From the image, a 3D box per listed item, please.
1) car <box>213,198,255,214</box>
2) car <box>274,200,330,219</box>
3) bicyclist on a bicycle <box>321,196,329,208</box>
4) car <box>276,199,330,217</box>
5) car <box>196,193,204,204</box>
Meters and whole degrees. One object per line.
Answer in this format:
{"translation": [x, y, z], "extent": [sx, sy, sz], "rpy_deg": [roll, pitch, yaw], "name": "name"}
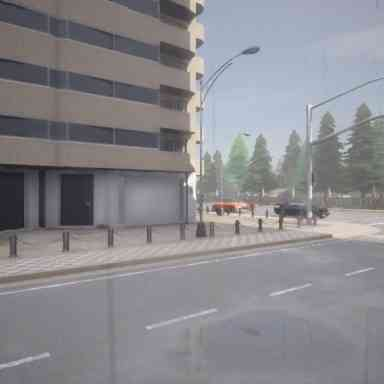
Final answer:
{"translation": [4.333, 1.408, 36.826], "extent": [2.097, 1.767, 4.553], "rpy_deg": [0, 0, -36], "name": "car"}
{"translation": [9.659, 1.656, 29.440], "extent": [1.895, 1.301, 4.718], "rpy_deg": [0, 0, -36], "name": "car"}
{"translation": [17.379, 1.356, 43.494], "extent": [1.656, 1.620, 0.582], "rpy_deg": [0, 0, -36], "name": "bicyclist on a bicycle"}
{"translation": [11.084, 1.533, 33.446], "extent": [1.882, 1.535, 5.008], "rpy_deg": [0, 0, -36], "name": "car"}
{"translation": [-0.048, 1.277, 61.101], "extent": [2.150, 2.045, 5.566], "rpy_deg": [0, 0, -35], "name": "car"}
